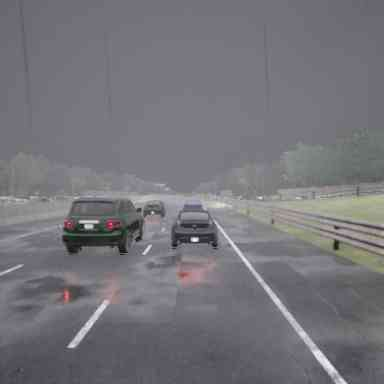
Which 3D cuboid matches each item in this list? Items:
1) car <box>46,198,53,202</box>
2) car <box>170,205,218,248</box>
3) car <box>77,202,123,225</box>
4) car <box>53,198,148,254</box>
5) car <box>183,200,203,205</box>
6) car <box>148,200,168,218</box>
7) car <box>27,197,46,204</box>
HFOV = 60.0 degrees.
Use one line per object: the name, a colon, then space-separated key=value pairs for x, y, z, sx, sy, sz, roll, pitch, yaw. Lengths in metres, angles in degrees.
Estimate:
car: x=-21.040 y=1.695 z=53.219 sx=1.895 sy=1.301 sz=4.718 roll=0 pitch=0 yaw=1
car: x=0.104 y=1.518 z=14.756 sx=1.837 sy=1.490 sz=4.892 roll=0 pitch=0 yaw=0
car: x=-6.893 y=1.575 z=25.559 sx=2.033 sy=1.411 sz=5.357 roll=0 pitch=0 yaw=0
car: x=-3.384 y=1.234 z=13.682 sx=2.150 sy=2.045 sz=5.566 roll=0 pitch=0 yaw=0
car: x=0.108 y=1.519 z=32.660 sx=1.882 sy=1.535 sz=5.008 roll=0 pitch=0 yaw=0
car: x=-3.391 y=1.543 z=31.154 sx=1.837 sy=1.490 sz=4.892 roll=0 pitch=0 yaw=0
car: x=-24.540 y=1.599 z=53.209 sx=1.837 sy=1.490 sz=4.892 roll=0 pitch=0 yaw=0
